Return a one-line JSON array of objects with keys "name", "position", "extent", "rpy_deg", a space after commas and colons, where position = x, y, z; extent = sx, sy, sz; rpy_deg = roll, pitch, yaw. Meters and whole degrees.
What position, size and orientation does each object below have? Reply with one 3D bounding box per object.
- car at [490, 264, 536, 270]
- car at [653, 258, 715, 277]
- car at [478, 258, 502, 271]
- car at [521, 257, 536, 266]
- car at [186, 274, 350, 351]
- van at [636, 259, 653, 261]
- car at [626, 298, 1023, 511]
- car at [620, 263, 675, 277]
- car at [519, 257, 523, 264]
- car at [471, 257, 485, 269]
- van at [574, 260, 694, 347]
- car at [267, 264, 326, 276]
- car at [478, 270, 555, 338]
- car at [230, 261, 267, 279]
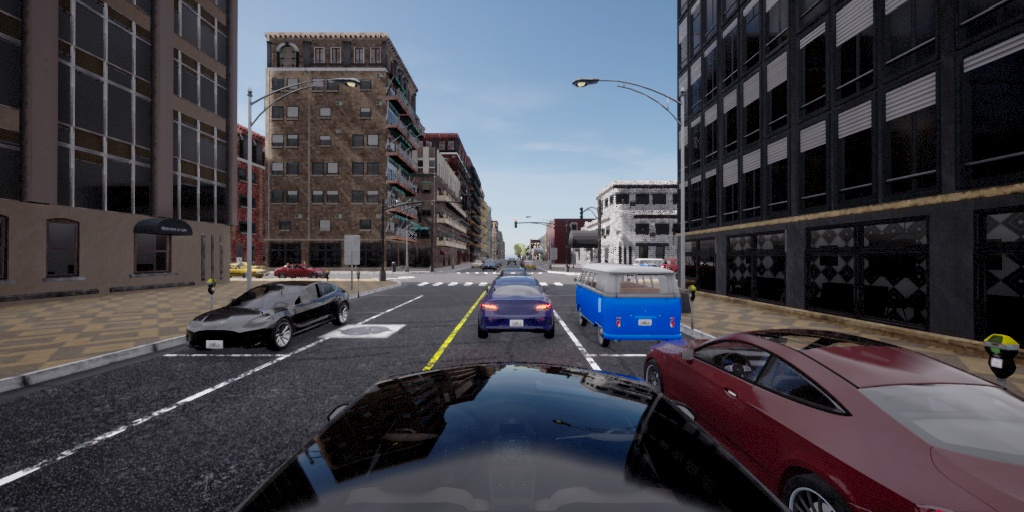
[{"name": "car", "position": [0.090, 1.318, 18.462], "extent": [1.994, 1.385, 4.181], "rpy_deg": [0, 0, 0]}, {"name": "car", "position": [14.916, 1.108, 29.896], "extent": [5.009, 1.841, 2.192], "rpy_deg": [0, 0, 0]}, {"name": "car", "position": [-3.067, 1.329, 50.642], "extent": [2.033, 1.411, 5.357], "rpy_deg": [0, 0, 3]}, {"name": "car", "position": [2.684, 1.311, 53.967], "extent": [1.751, 1.417, 4.829], "rpy_deg": [0, 0, 0]}, {"name": "car", "position": [-5.691, 1.317, 9.035], "extent": [1.948, 1.339, 4.313], "rpy_deg": [0, 0, 0]}, {"name": "van", "position": [14.893, 1.175, 38.276], "extent": [3.998, 1.789, 1.690], "rpy_deg": [0, 0, 0]}, {"name": "car", "position": [2.657, 1.332, 3.321], "extent": [1.802, 1.307, 4.207], "rpy_deg": [0, 0, 0]}, {"name": "car", "position": [13.398, 1.418, 35.706], "extent": [4.718, 1.301, 1.895], "rpy_deg": [0, 0, 1]}, {"name": "car", "position": [2.683, 1.382, 64.875], "extent": [1.802, 1.307, 4.207], "rpy_deg": [0, 0, 0]}, {"name": "car", "position": [-5.698, 1.318, 59.164], "extent": [1.751, 1.417, 4.829], "rpy_deg": [0, 0, 0]}, {"name": "van", "position": [2.656, 1.092, 9.010], "extent": [1.690, 1.789, 3.998], "rpy_deg": [0, 0, 0]}, {"name": "car", "position": [-17.471, 1.284, 29.815], "extent": [4.207, 1.307, 1.802], "rpy_deg": [0, 0, 0]}, {"name": "car", "position": [0.100, 1.277, 10.010], "extent": [1.812, 1.442, 4.674], "rpy_deg": [0, 0, 0]}, {"name": "car", "position": [-22.963, 1.216, 29.801], "extent": [4.829, 1.417, 1.751], "rpy_deg": [0, 0, 0]}]
